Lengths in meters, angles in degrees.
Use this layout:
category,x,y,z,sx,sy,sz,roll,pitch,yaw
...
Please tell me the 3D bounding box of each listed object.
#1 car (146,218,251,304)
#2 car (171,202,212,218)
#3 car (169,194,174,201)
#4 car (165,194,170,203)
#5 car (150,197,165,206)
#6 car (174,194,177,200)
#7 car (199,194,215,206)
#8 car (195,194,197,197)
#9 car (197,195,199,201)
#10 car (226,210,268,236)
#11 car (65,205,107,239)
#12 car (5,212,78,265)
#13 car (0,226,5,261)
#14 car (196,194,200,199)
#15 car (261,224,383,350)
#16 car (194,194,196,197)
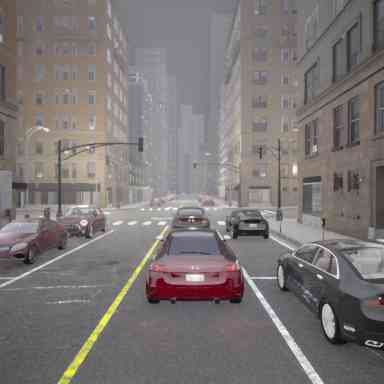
category,x,y,z,sx,sy,sz,roll,pitch,yaw
car,0.042,1.564,8.193,1.994,1.385,4.181,0,0,-1
car,-0.047,1.505,17.106,1.837,1.490,4.892,0,0,0
car,-5.993,1.625,81.129,1.752,1.417,4.829,0,0,0
car,-5.941,1.606,65.074,2.008,1.369,4.403,0,0,0
car,-5.906,1.617,54.257,1.802,1.307,4.206,0,0,0
car,-6.030,1.455,92.117,2.192,1.841,5.009,0,0,0
car,2.619,1.475,54.287,1.967,1.590,4.097,0,0,0
car,2.513,1.559,86.741,1.967,1.590,4.097,0,0,0
car,2.584,1.606,65.105,2.008,1.369,4.403,0,0,0
car,2.773,1.566,17.197,1.947,1.339,4.313,0,0,0
car,-5.753,1.441,17.155,1.967,1.590,4.097,0,0,0
car,-5.725,1.582,11.653,1.802,1.307,4.206,0,0,0
car,-5.697,1.566,6.152,1.947,1.339,4.313,0,0,0
car,2.548,1.523,75.923,1.967,1.590,4.097,0,0,0
car,2.828,1.550,6.195,2.008,1.369,4.403,0,0,0
car,2.494,1.455,92.150,2.192,1.841,5.009,0,0,0
